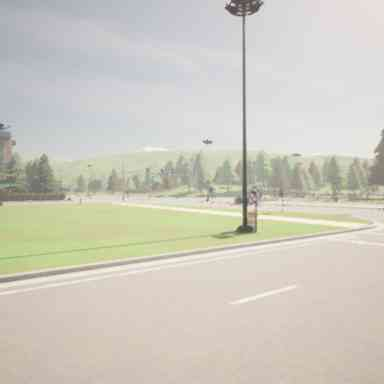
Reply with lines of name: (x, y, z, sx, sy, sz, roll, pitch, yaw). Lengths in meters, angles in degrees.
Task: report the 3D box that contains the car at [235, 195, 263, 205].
car: (8.526, 1.202, 50.119, 2.128, 1.511, 4.902, -1, 0, -35)
